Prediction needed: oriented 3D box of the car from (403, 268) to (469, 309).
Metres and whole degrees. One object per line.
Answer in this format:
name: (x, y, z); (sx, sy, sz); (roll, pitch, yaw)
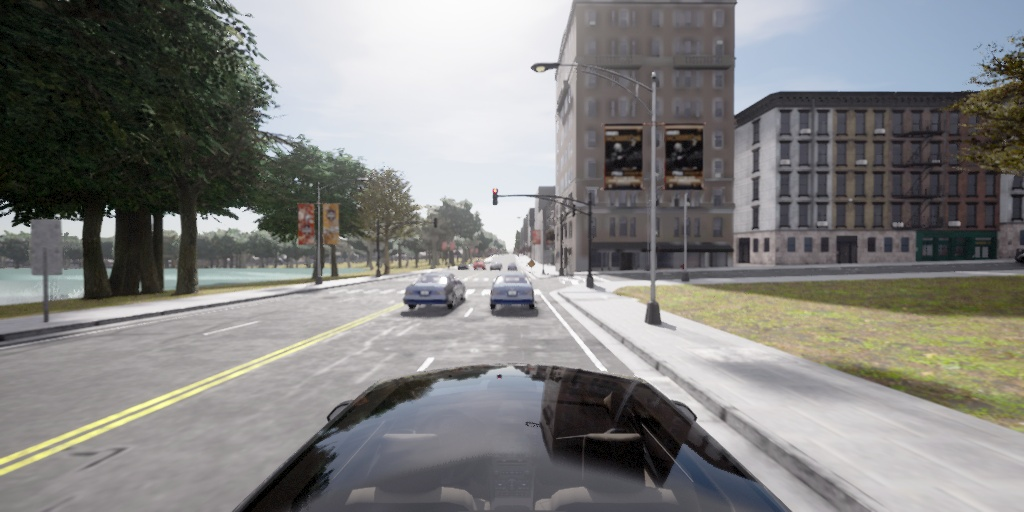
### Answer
car: (-3.235, 1.438, 15.835); (2.033, 1.411, 5.357); (0, -1, 0)

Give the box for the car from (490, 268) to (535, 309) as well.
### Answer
car: (0.015, 1.438, 15.831); (2.033, 1.411, 5.357); (0, -1, 0)

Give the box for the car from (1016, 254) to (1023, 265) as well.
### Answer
car: (46.961, 0.021, 31.031); (4.892, 1.490, 1.837); (-1, 1, 0)

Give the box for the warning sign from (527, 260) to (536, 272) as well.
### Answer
warning sign: (2.903, 1.450, 53.804); (1.300, 1.860, 1.060); (0, 0, 0)
